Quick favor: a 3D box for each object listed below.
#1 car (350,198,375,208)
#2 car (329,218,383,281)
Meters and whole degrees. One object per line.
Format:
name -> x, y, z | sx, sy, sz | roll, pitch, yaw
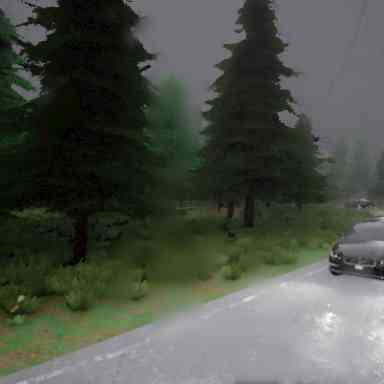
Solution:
car -> 22.479, 1.574, 45.285 | 1.882, 1.535, 5.008 | 4, 1, -14
car -> 5.674, 1.578, 9.836 | 1.837, 1.490, 4.892 | -1, -1, 43
